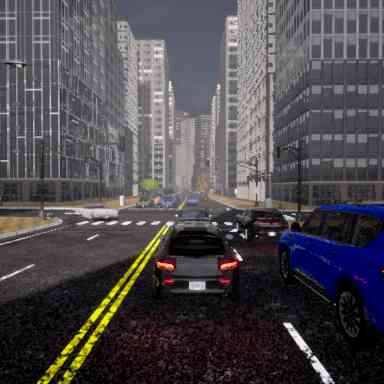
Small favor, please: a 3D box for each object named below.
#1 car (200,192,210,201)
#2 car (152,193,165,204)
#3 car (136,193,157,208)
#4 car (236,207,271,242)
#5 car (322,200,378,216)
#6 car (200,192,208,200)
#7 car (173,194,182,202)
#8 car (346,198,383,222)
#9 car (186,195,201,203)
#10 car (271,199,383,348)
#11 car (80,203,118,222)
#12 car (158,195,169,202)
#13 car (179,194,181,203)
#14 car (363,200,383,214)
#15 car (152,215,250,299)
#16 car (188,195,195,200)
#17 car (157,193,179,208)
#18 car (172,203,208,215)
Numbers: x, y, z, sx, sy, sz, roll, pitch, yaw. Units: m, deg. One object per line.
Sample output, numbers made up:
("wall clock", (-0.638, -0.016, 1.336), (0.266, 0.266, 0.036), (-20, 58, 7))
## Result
("car", (3.174, 1.443, 79.610), (1.812, 1.442, 4.674), (0, 0, 0))
("car", (-6.594, 1.166, 66.020), (2.150, 2.045, 5.566), (0, 0, 1))
("car", (-6.673, 1.318, 47.853), (2.097, 1.767, 4.553), (0, 0, 1))
("car", (3.335, 1.496, 16.294), (1.837, 1.490, 4.892), (0, 0, 0))
("car", (16.193, 1.616, 34.201), (4.892, 1.490, 1.837), (0, 1, 0))
("car", (3.164, 0.968, 89.640), (2.150, 2.045, 5.566), (0, 0, 0))
("car", (-3.325, 1.285, 77.398), (2.097, 1.767, 4.553), (0, 0, 0))
("car", (16.174, 1.520, 28.416), (5.009, 1.841, 2.192), (1, 0, 1))
("car", (0.071, 1.505, 55.887), (2.033, 1.411, 5.357), (0, 0, 0))
("car", (3.347, 1.218, 6.434), (2.150, 2.045, 5.566), (0, 0, 0))
("car", (-7.574, 1.606, 26.956), (1.895, 1.301, 4.718), (1, 0, -32))
("car", (-6.574, 1.471, 76.500), (2.033, 1.411, 5.357), (0, 0, 0))
("car", (-3.390, 1.503, 57.374), (2.033, 1.411, 5.357), (0, 0, 0))
("car", (21.774, 1.643, 36.707), (4.829, 1.417, 1.752), (1, 0, 1))
("car", (0.091, 1.522, 8.290), (1.812, 1.442, 4.674), (0, 0, 0))
("car", (-0.087, 1.461, 90.723), (1.994, 1.385, 4.181), (0, 0, 0))
("car", (-3.391, 1.318, 47.902), (2.097, 1.767, 4.553), (0, 0, 0))
("car", (0.085, 1.538, 17.564), (2.033, 1.411, 5.357), (0, 0, 0))
